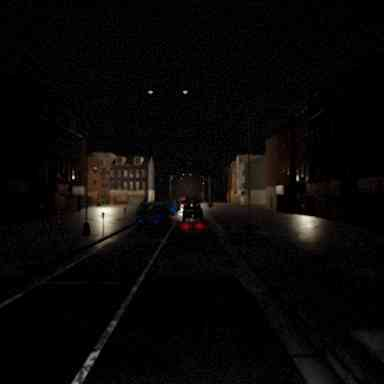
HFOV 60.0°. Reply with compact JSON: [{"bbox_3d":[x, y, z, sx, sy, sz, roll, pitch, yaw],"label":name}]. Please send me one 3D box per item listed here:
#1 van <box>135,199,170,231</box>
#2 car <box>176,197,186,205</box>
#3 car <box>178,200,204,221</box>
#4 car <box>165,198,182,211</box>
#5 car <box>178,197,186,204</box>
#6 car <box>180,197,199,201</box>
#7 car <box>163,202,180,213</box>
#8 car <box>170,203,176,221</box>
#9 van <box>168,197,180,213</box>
[{"bbox_3d":[-2.657,1.572,22.108,1.690,1.788,3.998,0,-1,0],"label":"van"},{"bbox_3d":[-2.693,2.208,81.117,2.192,1.841,5.009,0,-1,0],"label":"car"},{"bbox_3d":[0.069,1.811,30.403,2.128,1.511,4.902,0,-1,0],"label":"car"},{"bbox_3d":[-2.674,1.840,49.276,2.192,1.841,5.009,0,-1,0],"label":"car"},{"bbox_3d":[-2.700,2.339,91.970,2.192,1.841,5.009,0,-1,0],"label":"car"},{"bbox_3d":[0.035,1.668,41.916,2.150,2.045,5.566,0,0,1],"label":"car"},{"bbox_3d":[-2.669,2.009,43.840,1.887,1.381,4.507,0,-1,0],"label":"car"},{"bbox_3d":[-2.659,1.854,27.539,1.947,1.339,4.313,0,-1,0],"label":"car"},{"bbox_3d":[-2.667,1.746,38.408,1.690,1.788,3.998,0,-1,0],"label":"van"}]
